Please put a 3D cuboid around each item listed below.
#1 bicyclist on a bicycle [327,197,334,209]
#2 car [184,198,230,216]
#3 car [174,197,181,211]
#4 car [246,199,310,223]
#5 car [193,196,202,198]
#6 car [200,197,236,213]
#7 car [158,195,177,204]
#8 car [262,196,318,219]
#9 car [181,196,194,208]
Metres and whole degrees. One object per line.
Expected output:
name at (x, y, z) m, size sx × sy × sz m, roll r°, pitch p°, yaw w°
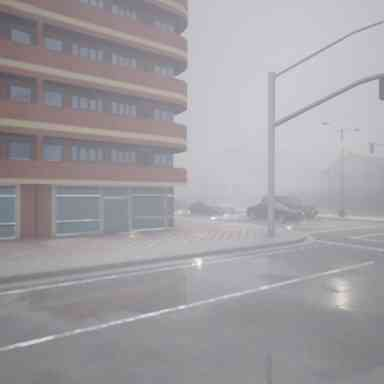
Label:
bicyclist on a bicycle at (19.059, 1.532, 45.692) m, size 1.656 × 1.620 × 0.582 m, roll 0°, pitch 0°, yaw -35°
car at (1.449, 1.641, 34.283) m, size 1.812 × 1.442 × 4.674 m, roll 0°, pitch 0°, yaw -35°
car at (-3.852, 1.594, 41.973) m, size 1.882 × 1.535 × 5.008 m, roll 0°, pitch 0°, yaw -34°
car at (6.573, 1.592, 26.807) m, size 1.882 × 1.535 × 5.008 m, roll 0°, pitch 0°, yaw -34°
car at (0.490, 1.553, 62.286) m, size 2.097 × 1.767 × 4.553 m, roll 0°, pitch 0°, yaw -35°
car at (3.019, 1.661, 38.182) m, size 1.812 × 1.442 × 4.674 m, roll 0°, pitch 0°, yaw -35°
car at (-5.181, 1.524, 70.523) m, size 2.097 × 1.767 × 4.553 m, roll 0°, pitch 0°, yaw -35°
car at (8.560, 1.356, 30.137) m, size 2.150 × 2.045 × 5.566 m, roll 0°, pitch 0°, yaw -34°
car at (-2.226, 1.640, 45.785) m, size 1.837 × 1.490 × 4.892 m, roll 0°, pitch 0°, yaw -34°
